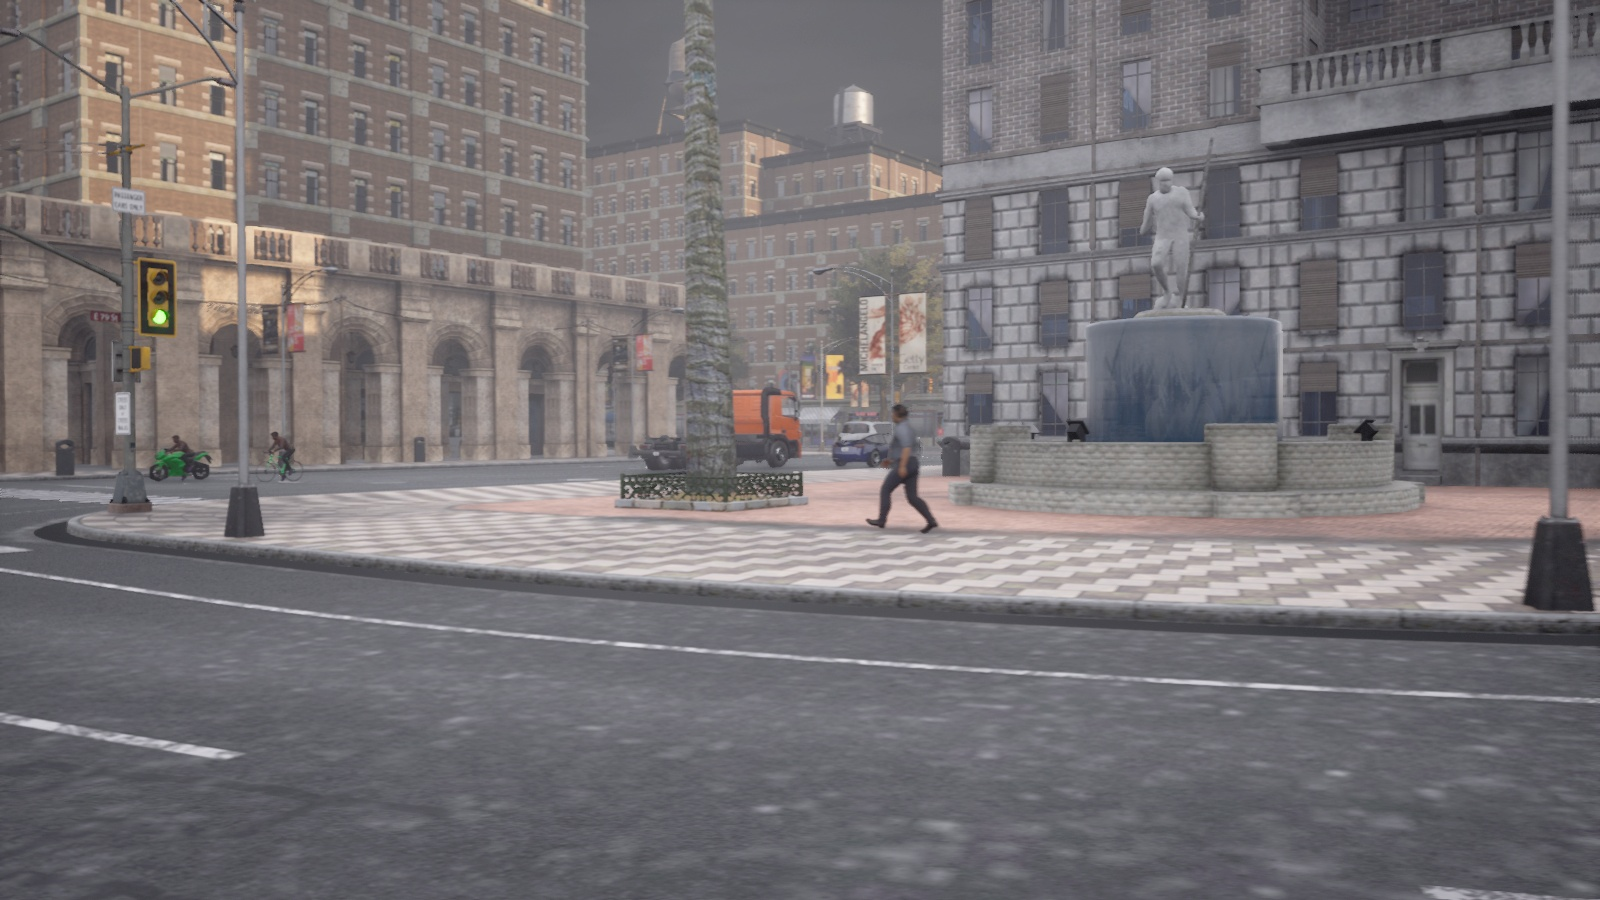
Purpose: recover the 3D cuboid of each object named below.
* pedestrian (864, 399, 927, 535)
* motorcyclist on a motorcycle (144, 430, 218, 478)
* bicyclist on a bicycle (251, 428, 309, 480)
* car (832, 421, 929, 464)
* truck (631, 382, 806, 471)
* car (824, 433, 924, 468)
[{"bbox_3d":[1.326,0.227,17.430,0.694,1.848,0.540,1,1,29],"label":"pedestrian"},{"bbox_3d":[-20.328,0.106,41.251,0.797,1.523,2.044,1,1,37],"label":"motorcyclist on a motorcycle"},{"bbox_3d":[-16.704,0.105,40.394,0.582,1.620,1.656,1,1,37],"label":"bicyclist on a bicycle"},{"bbox_3d":[4.089,-0.380,62.705,2.150,2.045,5.566,1,1,36],"label":"car"},{"bbox_3d":[-3.252,-0.961,52.679,2.891,3.462,7.936,1,1,37],"label":"truck"},{"bbox_3d":[3.330,0.003,55.719,2.163,1.488,4.792,1,1,36],"label":"car"}]
